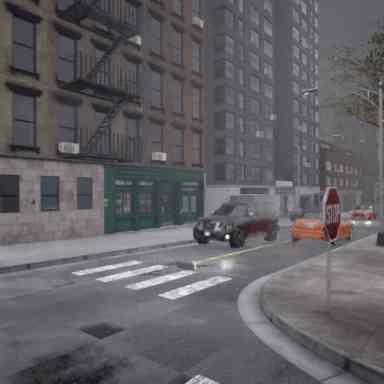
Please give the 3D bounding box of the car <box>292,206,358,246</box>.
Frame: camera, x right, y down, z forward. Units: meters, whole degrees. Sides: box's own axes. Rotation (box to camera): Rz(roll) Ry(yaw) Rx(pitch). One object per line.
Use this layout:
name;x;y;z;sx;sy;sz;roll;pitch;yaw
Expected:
car;7.121;1.739;17.885;2.097;1.767;4.553;0;-2;39

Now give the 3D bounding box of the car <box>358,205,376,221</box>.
car;19.663;2.306;38.245;2.097;1.767;4.553;0;-1;39

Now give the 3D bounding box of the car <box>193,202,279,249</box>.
car;2.404;1.538;16.726;2.150;2.045;5.566;0;-1;39
